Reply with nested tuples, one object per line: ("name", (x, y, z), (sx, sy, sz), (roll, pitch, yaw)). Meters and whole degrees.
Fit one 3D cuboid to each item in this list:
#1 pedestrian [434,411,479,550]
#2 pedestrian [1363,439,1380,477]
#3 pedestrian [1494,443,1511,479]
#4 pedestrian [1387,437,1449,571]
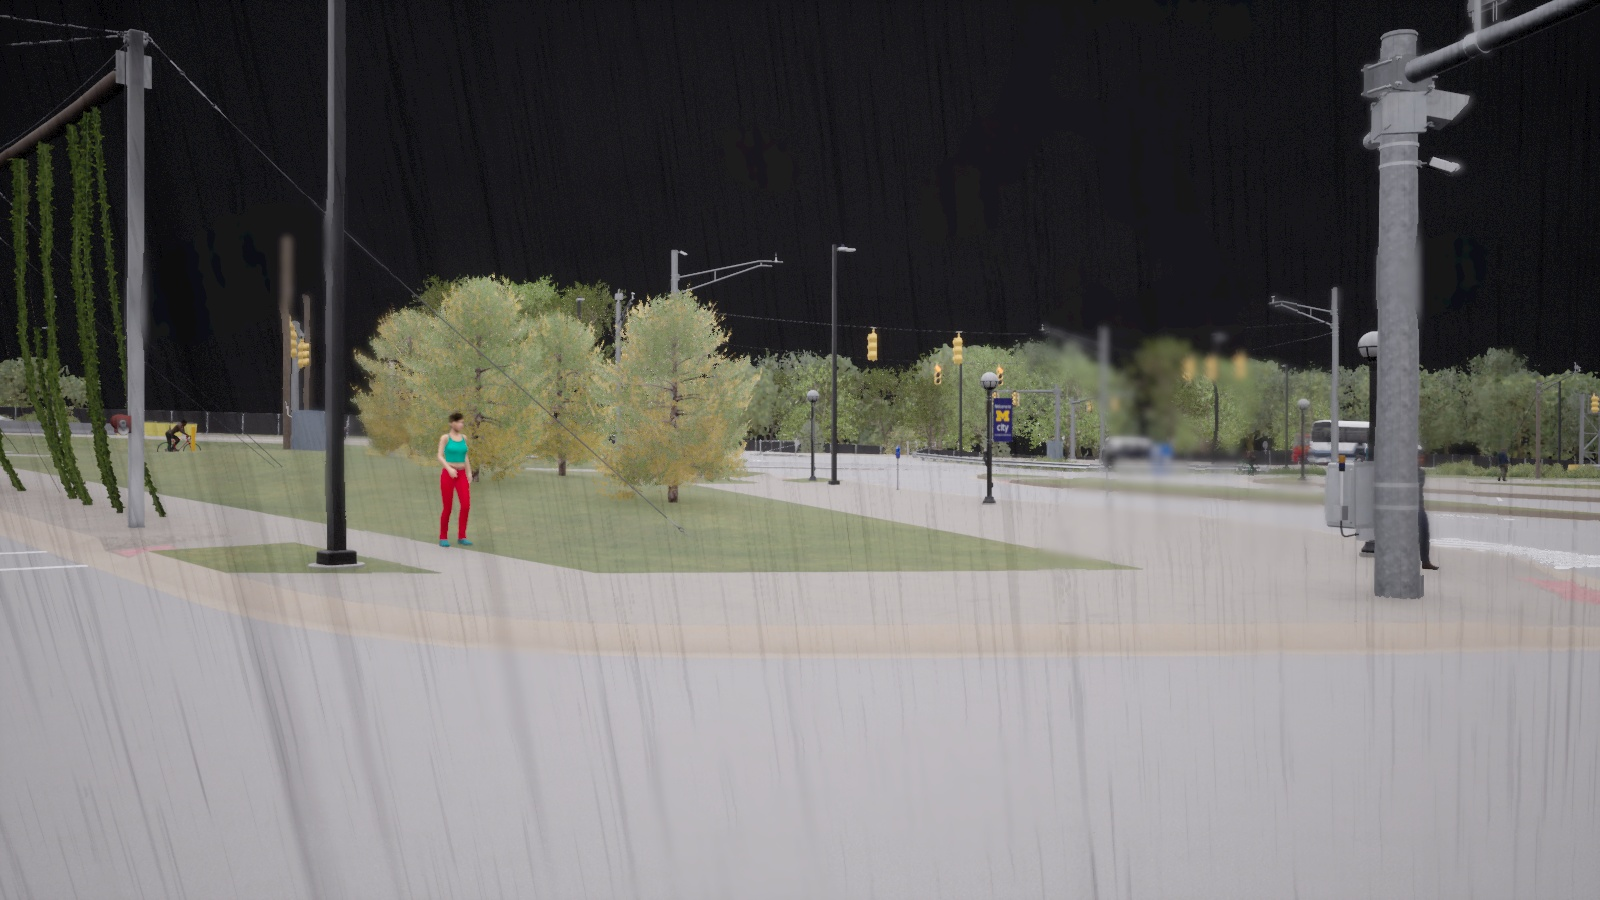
("pedestrian", (-4.639, 0.402, 16.942), (0.345, 1.836, 0.594), (0, 0, -43))
("pedestrian", (28.765, 0.400, 63.219), (0.692, 1.930, 0.396), (0, 0, -18))
("pedestrian", (36.817, 0.577, 65.798), (0.726, 1.842, 0.402), (0, 0, -15))
("pedestrian", (9.196, 0.789, 18.697), (0.423, 1.949, 0.788), (0, 0, -14))
